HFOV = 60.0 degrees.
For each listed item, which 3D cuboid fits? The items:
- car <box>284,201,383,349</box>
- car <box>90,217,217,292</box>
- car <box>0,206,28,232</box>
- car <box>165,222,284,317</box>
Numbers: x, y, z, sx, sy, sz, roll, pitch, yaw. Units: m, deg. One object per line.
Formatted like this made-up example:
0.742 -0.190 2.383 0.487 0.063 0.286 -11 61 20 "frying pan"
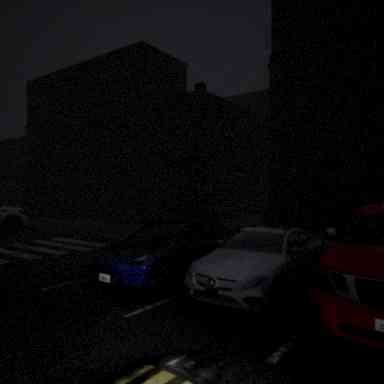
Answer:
3.919 1.228 6.122 2.435 2.045 5.566 0 0 36 "car"
-0.554 1.506 9.352 2.163 1.488 4.792 0 0 36 "car"
-11.697 1.199 17.471 2.435 2.045 5.566 0 0 36 "car"
1.700 1.518 7.762 2.002 1.452 4.674 0 0 36 "car"
